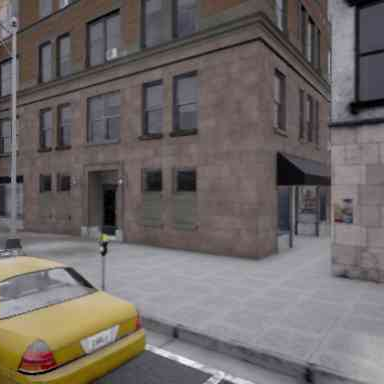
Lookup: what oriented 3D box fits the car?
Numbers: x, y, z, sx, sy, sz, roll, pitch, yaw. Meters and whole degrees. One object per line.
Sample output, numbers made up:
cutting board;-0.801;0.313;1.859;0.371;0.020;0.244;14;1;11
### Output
car;-2.844;1.502;4.837;4.829;1.417;1.752;0;0;35
